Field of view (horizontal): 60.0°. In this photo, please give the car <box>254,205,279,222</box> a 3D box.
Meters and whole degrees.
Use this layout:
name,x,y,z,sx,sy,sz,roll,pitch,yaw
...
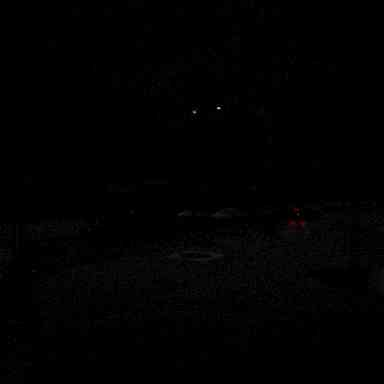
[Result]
name,x,y,z,sx,sy,sz,roll,pitch,yaw
car,6.052,1.957,30.768,1.947,1.339,4.313,-1,-1,35

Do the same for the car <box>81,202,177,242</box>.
name,x,y,z,sx,sy,sz,roll,pitch,yaw
car,-3.335,1.476,17.560,2.192,1.841,5.009,-1,-1,35

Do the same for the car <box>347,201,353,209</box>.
name,x,y,z,sx,sy,sz,roll,pitch,yaw
car,27.955,2.488,61.596,1.947,1.339,4.313,-1,-1,35

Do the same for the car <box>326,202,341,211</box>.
name,x,y,z,sx,sy,sz,roll,pitch,yaw
car,21.697,2.322,52.789,2.008,1.369,4.403,-1,-1,35

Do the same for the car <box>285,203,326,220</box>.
name,x,y,z,sx,sy,sz,roll,pitch,yaw
car,11.631,1.977,33.874,2.128,1.511,4.902,0,-1,35

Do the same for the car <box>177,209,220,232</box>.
name,x,y,z,sx,sy,sz,roll,pitch,yaw
car,-0.207,1.820,21.959,1.802,1.307,4.206,-1,-1,35

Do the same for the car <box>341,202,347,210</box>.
name,x,y,z,sx,sy,sz,roll,pitch,yaw
car,24.728,2.369,57.055,1.752,1.417,4.829,-1,-1,35

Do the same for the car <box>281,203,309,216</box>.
name,x,y,z,sx,sy,sz,roll,pitch,yaw
car,12.310,2.094,39.576,2.008,1.369,4.403,-1,-1,35

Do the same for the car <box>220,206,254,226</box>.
name,x,y,z,sx,sy,sz,roll,pitch,yaw
car,2.824,1.837,26.226,1.752,1.417,4.829,-1,-1,35

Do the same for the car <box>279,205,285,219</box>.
name,x,y,z,sx,sy,sz,roll,pitch,yaw
car,9.181,2.033,35.172,1.947,1.339,4.313,-1,-1,35

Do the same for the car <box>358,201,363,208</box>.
name,x,y,z,sx,sy,sz,roll,pitch,yaw
car,34.213,2.638,70.405,1.947,1.339,4.313,-1,-1,35

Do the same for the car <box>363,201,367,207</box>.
name,x,y,z,sx,sy,sz,roll,pitch,yaw
car,40.470,2.791,79.212,1.947,1.339,4.313,-1,-1,35

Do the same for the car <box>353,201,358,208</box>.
name,x,y,z,sx,sy,sz,roll,pitch,yaw
car,31.084,2.579,66.001,1.802,1.307,4.206,-1,-1,35
